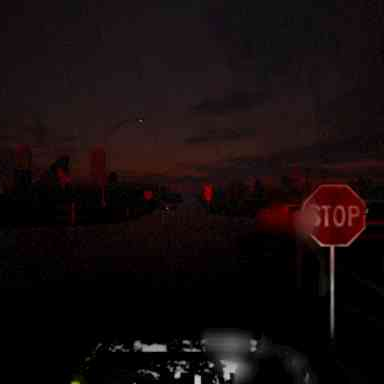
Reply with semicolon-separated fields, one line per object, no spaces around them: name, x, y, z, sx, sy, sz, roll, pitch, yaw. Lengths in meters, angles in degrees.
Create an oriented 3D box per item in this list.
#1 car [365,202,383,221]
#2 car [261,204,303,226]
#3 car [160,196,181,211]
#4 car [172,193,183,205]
car;16.192;1.646;29.463;4.553;1.767;2.097;1;-1;-20
car;7.169;1.592;23.034;5.008;1.535;1.882;1;-2;-23
car;-2.877;1.564;41.461;2.033;1.411;5.357;0;0;0
car;-2.837;1.273;61.665;2.150;2.045;5.566;0;0;0
